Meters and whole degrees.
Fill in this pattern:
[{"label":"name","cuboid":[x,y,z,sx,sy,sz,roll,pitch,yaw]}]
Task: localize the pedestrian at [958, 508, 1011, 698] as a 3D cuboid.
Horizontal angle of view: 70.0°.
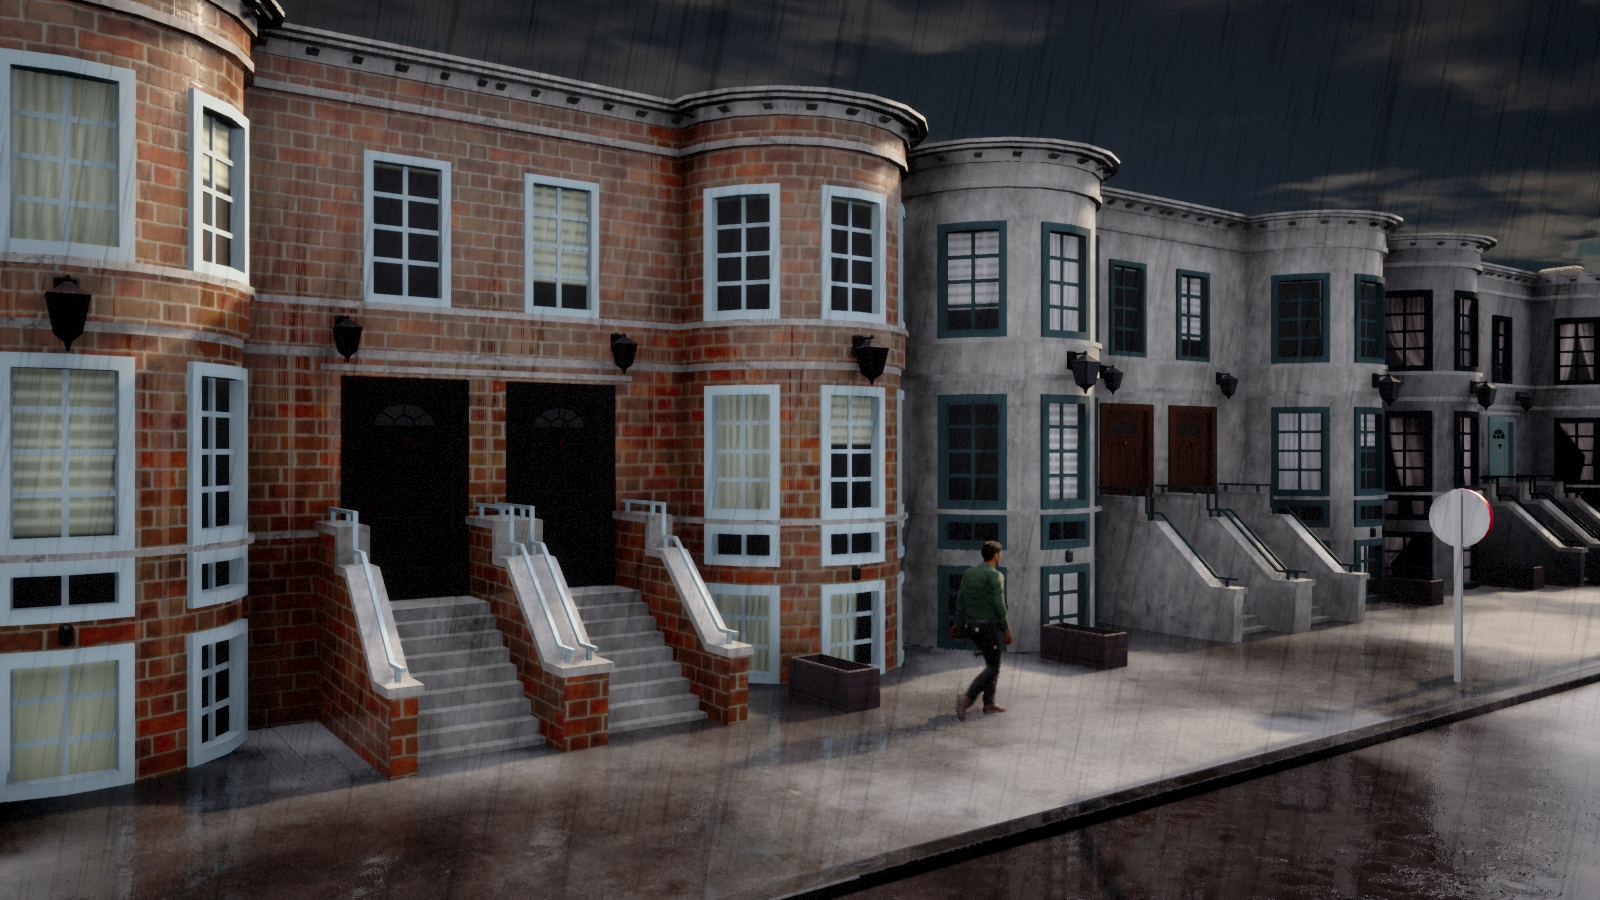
[{"label":"pedestrian","cuboid":[1.865,1.524,11.553,0.375,1.860,0.375,0,0,-27]}]
